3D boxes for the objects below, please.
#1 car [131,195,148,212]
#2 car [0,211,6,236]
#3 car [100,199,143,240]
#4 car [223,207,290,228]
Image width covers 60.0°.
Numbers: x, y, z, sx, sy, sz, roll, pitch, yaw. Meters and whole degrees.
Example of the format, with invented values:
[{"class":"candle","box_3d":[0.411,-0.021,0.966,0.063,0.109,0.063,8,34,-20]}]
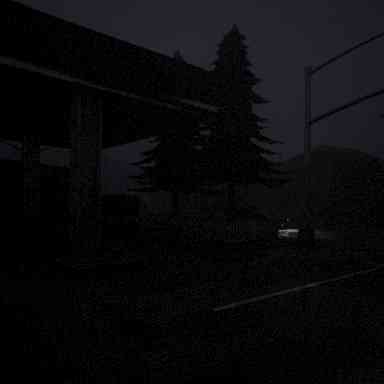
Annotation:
[{"class":"car","box_3d":[-7.465,1.342,41.182,2.150,2.045,5.566,1,0,-35]},{"class":"car","box_3d":[-11.719,1.519,18.431,2.242,1.667,4.611,1,0,-36]},{"class":"car","box_3d":[-4.587,1.445,18.252,1.905,1.878,3.866,1,0,-36]},{"class":"car","box_3d":[4.501,1.806,24.325,2.033,1.411,5.357,1,0,-35]}]
